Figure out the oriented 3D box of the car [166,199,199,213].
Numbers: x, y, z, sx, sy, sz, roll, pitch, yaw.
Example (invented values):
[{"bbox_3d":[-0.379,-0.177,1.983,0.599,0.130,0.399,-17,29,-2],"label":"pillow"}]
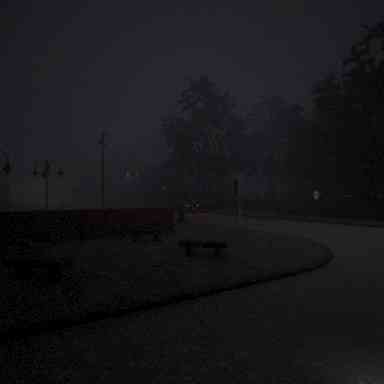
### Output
[{"bbox_3d":[-1.109,1.526,35.724,1.812,1.442,4.674,0,0,-35],"label":"car"}]
